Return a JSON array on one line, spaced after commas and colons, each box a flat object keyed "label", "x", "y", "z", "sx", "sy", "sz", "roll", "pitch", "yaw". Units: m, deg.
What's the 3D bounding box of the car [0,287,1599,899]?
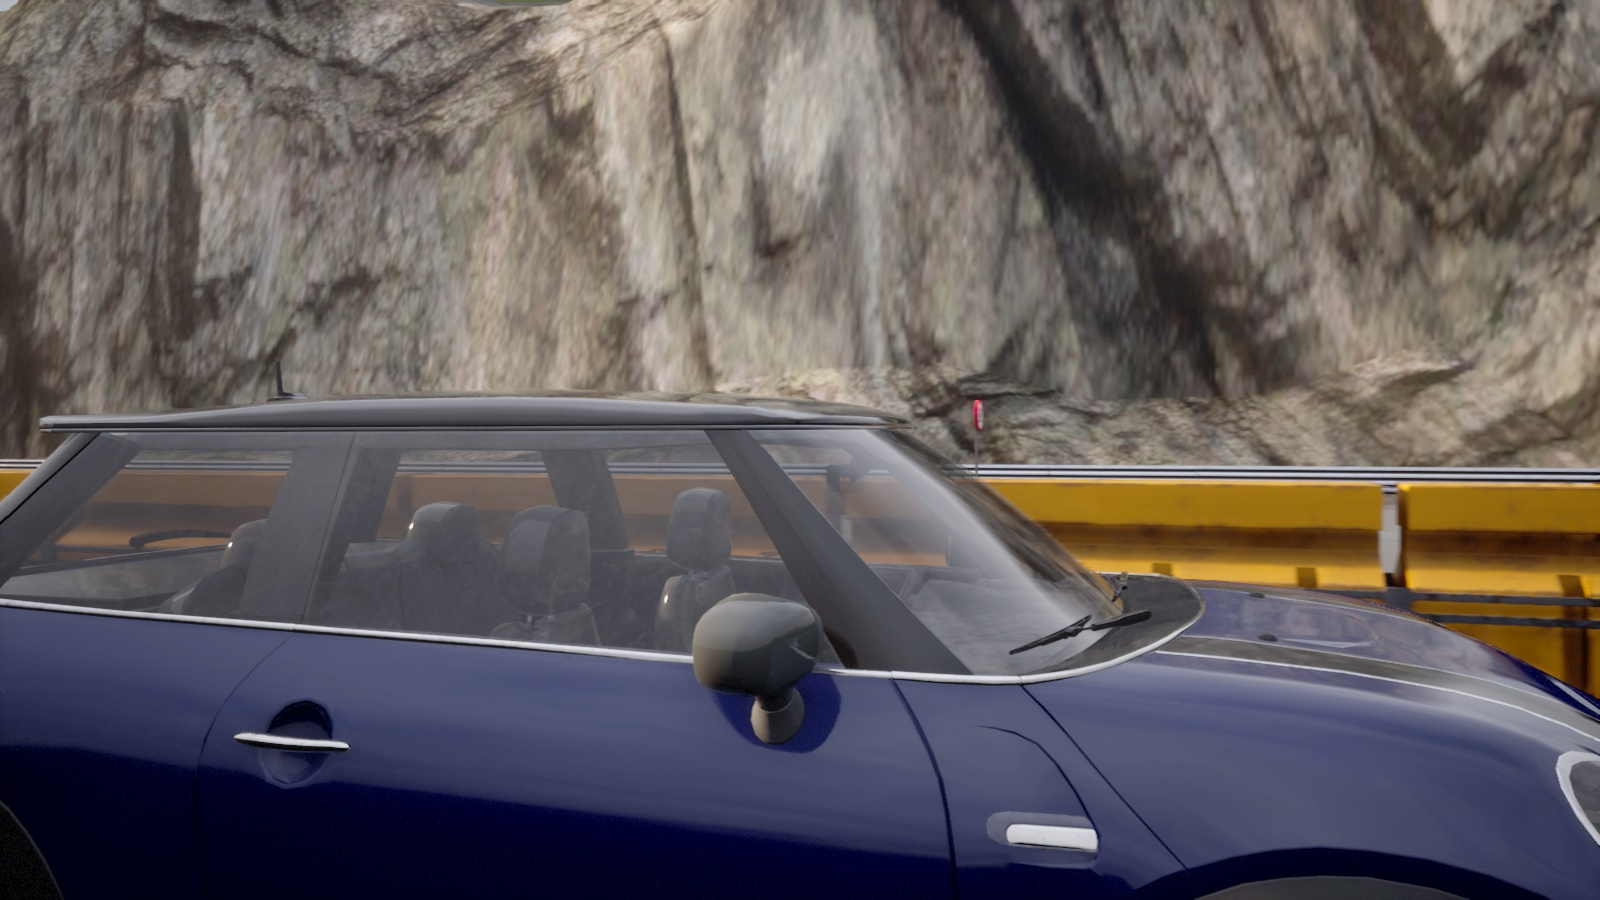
[{"label": "car", "x": -0.151, "y": 0.631, "z": 3.243, "sx": 4.553, "sy": 1.767, "sz": 2.097, "roll": 1, "pitch": 1, "yaw": 18}]
